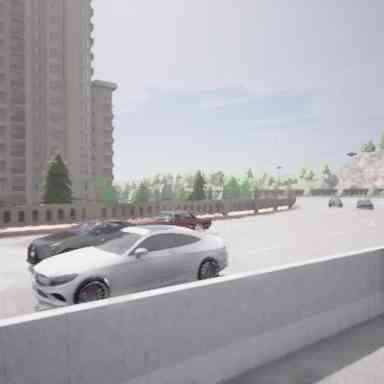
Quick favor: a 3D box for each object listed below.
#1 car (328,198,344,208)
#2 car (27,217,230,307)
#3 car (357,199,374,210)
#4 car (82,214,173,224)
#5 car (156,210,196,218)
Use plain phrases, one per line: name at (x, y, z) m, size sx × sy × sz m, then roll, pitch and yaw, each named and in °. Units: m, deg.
car at (21.684, 1.595, 50.138) m, size 2.128 × 1.511 × 4.902 m, roll 0°, pitch 0°, yaw 21°
car at (-1.140, 1.535, 7.741) m, size 4.674 × 1.442 × 1.812 m, roll 0°, pitch 0°, yaw -39°
car at (23.438, 1.611, 45.047) m, size 2.033 × 1.411 × 5.357 m, roll 0°, pitch 0°, yaw 24°
car at (-2.987, 1.582, 10.757) m, size 4.181 × 1.385 × 1.994 m, roll 0°, pitch 0°, yaw -39°
car at (-1.230, 1.621, 16.718) m, size 4.718 × 1.301 × 1.895 m, roll 0°, pitch 0°, yaw -42°
